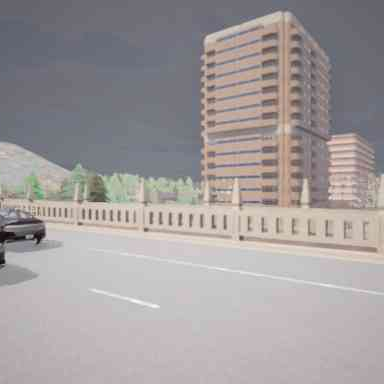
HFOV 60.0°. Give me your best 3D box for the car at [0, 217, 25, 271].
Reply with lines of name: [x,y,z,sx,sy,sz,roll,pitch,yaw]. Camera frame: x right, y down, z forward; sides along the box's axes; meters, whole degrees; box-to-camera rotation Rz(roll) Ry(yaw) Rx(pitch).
car: [-6.858,1.492,8.886,4.902,1.511,2.128,0,0,36]

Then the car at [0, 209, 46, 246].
car: [-8.176,1.492,14.136,4.902,1.511,2.128,0,0,36]
